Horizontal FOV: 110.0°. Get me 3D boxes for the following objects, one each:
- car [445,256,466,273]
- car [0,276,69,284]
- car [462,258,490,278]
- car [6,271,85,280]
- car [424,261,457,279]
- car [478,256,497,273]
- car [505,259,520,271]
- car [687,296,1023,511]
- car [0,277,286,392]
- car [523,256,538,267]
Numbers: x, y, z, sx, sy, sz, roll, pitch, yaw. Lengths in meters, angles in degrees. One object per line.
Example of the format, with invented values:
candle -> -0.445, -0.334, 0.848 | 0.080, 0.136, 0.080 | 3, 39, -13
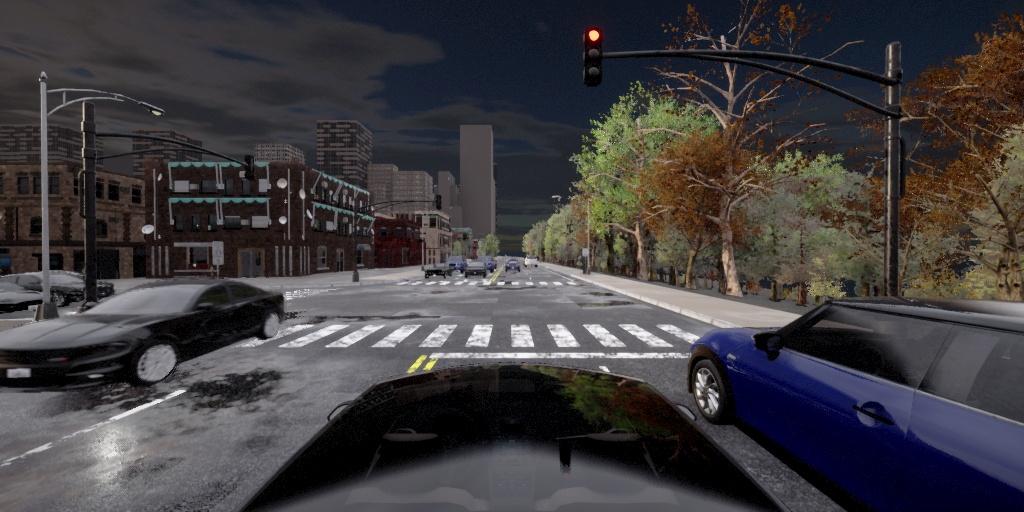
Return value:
car -> -6.579, 0.957, 42.530 | 2.150, 2.045, 5.566 | 0, 0, 0
car -> -19.946, 1.564, 13.347 | 4.313, 1.339, 1.948 | 0, 0, 0
car -> -3.344, 1.217, 34.003 | 1.882, 1.535, 5.008 | 0, 0, -2
car -> -20.819, 1.459, 16.045 | 5.008, 1.535, 1.882 | -1, 1, 0
car -> -6.598, 1.341, 32.772 | 1.895, 1.301, 4.718 | 0, 0, 0
car -> -3.338, 0.957, 44.035 | 2.150, 2.045, 5.566 | 0, 0, 0
car -> 0.105, 1.259, 47.791 | 1.812, 1.442, 4.674 | 0, 0, 0
car -> 3.351, 1.102, 2.888 | 2.097, 1.767, 4.553 | 0, 0, 0
car -> -6.543, 1.228, 7.076 | 1.882, 1.535, 5.008 | 1, 0, -5
car -> 3.358, 0.948, 63.696 | 2.150, 2.045, 5.566 | 0, 0, 0
